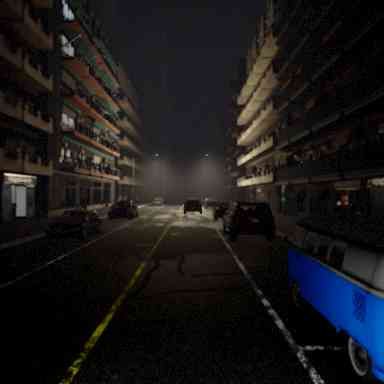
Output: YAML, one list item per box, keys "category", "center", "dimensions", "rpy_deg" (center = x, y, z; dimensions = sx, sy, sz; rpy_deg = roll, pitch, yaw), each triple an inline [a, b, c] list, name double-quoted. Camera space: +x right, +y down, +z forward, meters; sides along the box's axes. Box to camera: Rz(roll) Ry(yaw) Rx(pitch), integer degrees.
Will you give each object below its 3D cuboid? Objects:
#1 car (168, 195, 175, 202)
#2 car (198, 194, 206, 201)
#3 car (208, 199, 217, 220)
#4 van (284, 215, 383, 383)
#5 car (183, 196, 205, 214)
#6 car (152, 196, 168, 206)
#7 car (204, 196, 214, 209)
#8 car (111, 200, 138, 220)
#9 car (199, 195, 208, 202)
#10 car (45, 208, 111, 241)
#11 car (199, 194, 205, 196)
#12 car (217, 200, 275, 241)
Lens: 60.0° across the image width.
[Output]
- category: "car"
  center: [-5.717, 1.620, 79.003]
  dimensions: [1.802, 1.307, 4.206]
  rpy_deg: [0, 0, 0]
- category: "car"
  center: [2.659, 1.365, 90.374]
  dimensions: [2.192, 1.841, 5.009]
  rpy_deg: [0, 0, 0]
- category: "car"
  center: [2.682, 1.573, 27.867]
  dimensions: [1.947, 1.339, 4.313]
  rpy_deg: [0, 0, 0]
- category: "van"
  center: [2.692, 1.342, 5.137]
  dimensions: [1.690, 1.788, 3.998]
  rpy_deg: [0, 0, 0]
- category: "car"
  center: [0.087, 1.487, 35.270]
  dimensions: [1.882, 1.535, 5.008]
  rpy_deg: [0, 0, 0]
- category: "car"
  center: [-5.709, 1.572, 56.274]
  dimensions: [2.008, 1.369, 4.403]
  rpy_deg: [0, 0, 0]
- category: "car"
  center: [2.676, 1.565, 44.914]
  dimensions: [2.008, 1.369, 4.403]
  rpy_deg: [0, 0, 0]
- category: "car"
  center: [-5.698, 1.446, 27.861]
  dimensions: [1.967, 1.590, 4.097]
  rpy_deg: [0, 0, 0]
- category: "car"
  center: [2.663, 1.479, 79.008]
  dimensions: [1.967, 1.590, 4.097]
  rpy_deg: [0, 0, 0]
- category: "car"
  center: [-5.694, 1.553, 16.497]
  dimensions: [2.008, 1.369, 4.403]
  rpy_deg: [0, 0, 0]
- category: "car"
  center: [2.667, 1.470, 67.643]
  dimensions: [1.967, 1.590, 4.097]
  rpy_deg: [0, 0, 0]
- category: "car"
  center: [2.687, 1.318, 16.502]
  dimensions: [2.192, 1.841, 5.009]
  rpy_deg: [0, 0, 0]
